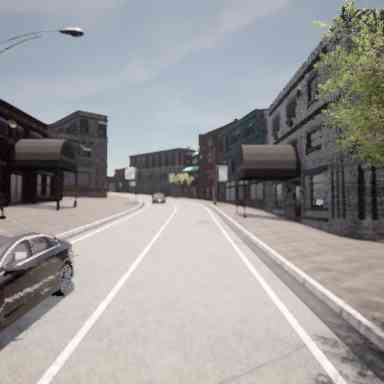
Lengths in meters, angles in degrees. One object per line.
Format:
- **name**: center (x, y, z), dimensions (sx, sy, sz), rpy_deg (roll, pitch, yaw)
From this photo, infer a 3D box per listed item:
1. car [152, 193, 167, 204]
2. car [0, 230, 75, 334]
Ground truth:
- **car**: center (-4.727, 0.926, 47.581), dimensions (2.128, 1.511, 4.902), rpy_deg (0, 1, -9)
- **car**: center (-3.600, 1.488, 5.760), dimensions (2.128, 1.511, 4.902), rpy_deg (0, 0, 0)
